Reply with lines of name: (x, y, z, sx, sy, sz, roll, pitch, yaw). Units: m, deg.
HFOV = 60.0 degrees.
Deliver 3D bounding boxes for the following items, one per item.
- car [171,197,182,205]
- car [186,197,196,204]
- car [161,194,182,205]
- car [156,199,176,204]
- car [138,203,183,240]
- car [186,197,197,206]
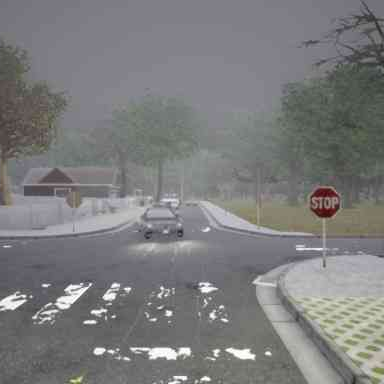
car: (-2.852, 1.675, 62.238, 1.882, 1.535, 5.008, 0, -1, 0)
car: (-0.107, 1.788, 68.272, 1.994, 1.385, 4.181, 0, 0, 0)
car: (-2.926, 1.325, 45.133, 2.150, 2.045, 5.566, 0, 0, 0)
car: (-2.898, 1.617, 32.014, 1.994, 1.385, 4.181, 0, 0, 0)
car: (-1.754, 1.541, 17.327, 1.812, 1.442, 4.674, -1, 0, -14)
car: (-0.038, 1.773, 58.207, 1.895, 1.301, 4.718, 0, 0, 0)
